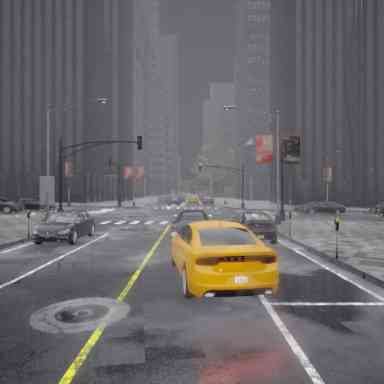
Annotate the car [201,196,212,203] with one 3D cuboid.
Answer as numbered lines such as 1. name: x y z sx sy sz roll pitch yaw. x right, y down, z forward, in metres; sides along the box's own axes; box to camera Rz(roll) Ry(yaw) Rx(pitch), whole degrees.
1. car: 2.985 1.576 68.653 2.008 1.369 4.403 0 0 0

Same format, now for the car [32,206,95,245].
1. car: -5.776 1.553 15.439 2.008 1.369 4.403 0 0 0

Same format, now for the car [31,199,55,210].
1. car: -16.575 1.338 34.209 4.718 1.301 1.895 1 0 0

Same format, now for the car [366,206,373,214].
1. car: 24.078 1.983 40.804 4.902 1.511 2.128 1 0 0

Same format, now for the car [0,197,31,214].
1. car: -18.139 1.208 30.953 4.892 1.490 1.837 1 0 0

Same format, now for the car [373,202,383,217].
1. car: 20.019 1.900 30.863 4.892 1.490 1.837 1 0 0

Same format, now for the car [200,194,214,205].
1. car: 2.896 1.570 57.628 2.008 1.369 4.403 0 0 0

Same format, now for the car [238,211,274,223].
1. car: 2.749 1.553 15.445 2.008 1.369 4.403 0 0 0

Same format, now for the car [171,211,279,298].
1. car: 0.544 1.479 8.634 1.882 1.535 5.008 0 0 -9

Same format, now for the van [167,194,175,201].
1. van: -5.406 1.377 85.257 1.690 1.788 3.998 0 0 0

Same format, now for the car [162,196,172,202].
1. car: -5.495 1.595 74.232 1.947 1.339 4.313 0 0 0

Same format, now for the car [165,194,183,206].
1. car: -2.955 1.496 55.284 1.882 1.535 5.008 0 0 1

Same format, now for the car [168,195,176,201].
1. car: -5.362 1.584 90.769 1.887 1.381 4.507 0 0 0

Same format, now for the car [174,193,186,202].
1. car: -2.852 1.515 64.859 2.128 1.511 4.902 0 0 1

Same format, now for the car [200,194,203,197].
1. car: 2.942 1.548 63.310 1.752 1.417 4.829 0 0 0

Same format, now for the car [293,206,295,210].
1. car: 14.867 1.844 40.836 4.674 1.442 1.812 1 0 2

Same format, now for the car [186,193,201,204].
1. car: 0.274 1.501 64.250 1.882 1.535 5.008 0 0 1

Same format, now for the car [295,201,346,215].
1. car: 14.720 1.814 37.575 4.892 1.490 1.837 1 0 1

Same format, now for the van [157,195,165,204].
1. van: -5.584 1.364 63.207 1.690 1.788 3.998 0 0 0

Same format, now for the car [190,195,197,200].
1. car: 0.430 1.582 94.456 2.033 1.411 5.357 0 0 0

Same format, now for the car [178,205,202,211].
1. car: 0.036 1.566 16.133 1.994 1.385 4.181 0 0 0
